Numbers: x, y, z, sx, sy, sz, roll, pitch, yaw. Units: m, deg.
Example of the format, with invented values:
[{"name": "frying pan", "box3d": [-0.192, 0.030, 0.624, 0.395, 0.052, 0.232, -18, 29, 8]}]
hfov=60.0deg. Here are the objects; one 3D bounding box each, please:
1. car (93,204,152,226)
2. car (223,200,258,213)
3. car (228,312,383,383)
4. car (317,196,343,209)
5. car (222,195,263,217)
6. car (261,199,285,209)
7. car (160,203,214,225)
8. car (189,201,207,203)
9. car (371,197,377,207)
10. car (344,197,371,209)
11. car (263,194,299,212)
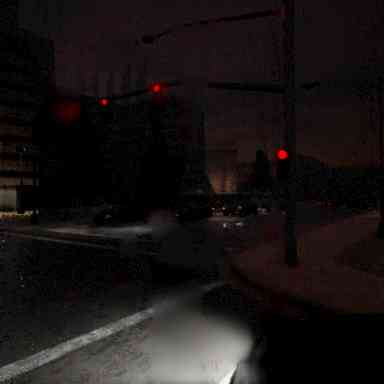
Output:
[{"name": "car", "box3d": [-5.208, 1.687, 25.448, 1.882, 1.535, 5.008, -1, 0, 36]}, {"name": "car", "box3d": [6.052, 1.749, 40.936, 2.033, 1.411, 5.357, -1, 0, 36]}, {"name": "car", "box3d": [2.317, 1.555, 2.345, 4.181, 1.385, 1.994, -1, -1, 36]}, {"name": "car", "box3d": [19.357, 1.662, 47.008, 2.033, 1.411, 5.357, -1, 0, 35]}, {"name": "car", "box3d": [4.912, 1.517, 33.420, 2.097, 1.767, 4.553, -1, 0, 36]}, {"name": "car", "box3d": [11.917, 1.761, 48.946, 1.994, 1.385, 4.181, -1, 0, 36]}, {"name": "car", "box3d": [-0.404, 1.769, 26.090, 1.895, 1.301, 4.718, -1, 0, 36]}, {"name": "car", "box3d": [0.312, 1.710, 33.034, 1.837, 1.490, 4.892, -1, 0, 36]}, {"name": "car", "box3d": [28.687, 1.562, 53.906, 2.128, 1.511, 4.902, -1, 0, 36]}, {"name": "car", "box3d": [22.809, 1.639, 45.823, 1.994, 1.385, 4.181, -1, 0, 37]}, {"name": "car", "box3d": [11.211, 1.382, 42.080, 2.150, 2.045, 5.566, -1, 0, 36]}]
